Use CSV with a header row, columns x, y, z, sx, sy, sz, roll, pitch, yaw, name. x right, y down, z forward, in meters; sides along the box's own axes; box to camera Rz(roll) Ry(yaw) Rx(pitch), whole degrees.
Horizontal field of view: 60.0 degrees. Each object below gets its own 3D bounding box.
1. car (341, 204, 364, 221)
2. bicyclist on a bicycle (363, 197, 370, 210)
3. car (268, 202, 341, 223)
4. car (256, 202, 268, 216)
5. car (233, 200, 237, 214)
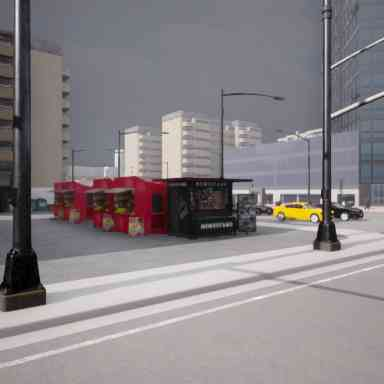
x,y,z,sx,sy,sz,roll,pitch,yaw,name
12.052,1.587,28.553,1.882,1.535,5.008,0,-1,-36,car
22.309,1.466,42.475,1.656,1.620,0.582,0,0,-36,bicyclist on a bicycle
8.948,1.589,26.838,1.882,1.535,5.008,0,-1,-38,car
6.771,1.778,35.835,1.994,1.385,4.181,0,-1,-36,car
3.127,1.455,34.907,2.150,2.045,5.566,0,-1,-36,car
